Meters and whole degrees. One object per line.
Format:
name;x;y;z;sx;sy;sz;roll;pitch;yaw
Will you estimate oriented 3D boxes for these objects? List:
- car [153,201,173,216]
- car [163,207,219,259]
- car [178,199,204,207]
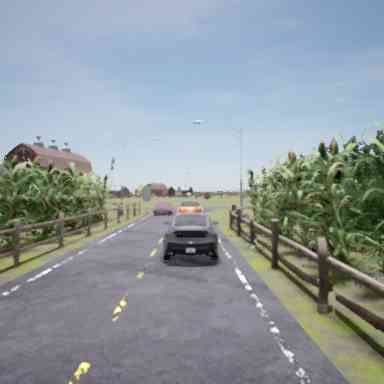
car;-3.001;1.653;34.830;1.812;1.442;4.674;0;0;0
car;-0.026;1.552;12.716;1.837;1.490;4.892;0;0;0
car;-0.115;1.451;27.437;2.097;1.767;4.553;0;0;0
